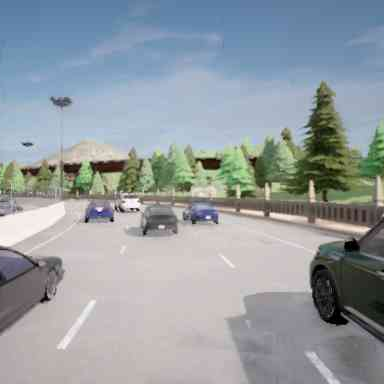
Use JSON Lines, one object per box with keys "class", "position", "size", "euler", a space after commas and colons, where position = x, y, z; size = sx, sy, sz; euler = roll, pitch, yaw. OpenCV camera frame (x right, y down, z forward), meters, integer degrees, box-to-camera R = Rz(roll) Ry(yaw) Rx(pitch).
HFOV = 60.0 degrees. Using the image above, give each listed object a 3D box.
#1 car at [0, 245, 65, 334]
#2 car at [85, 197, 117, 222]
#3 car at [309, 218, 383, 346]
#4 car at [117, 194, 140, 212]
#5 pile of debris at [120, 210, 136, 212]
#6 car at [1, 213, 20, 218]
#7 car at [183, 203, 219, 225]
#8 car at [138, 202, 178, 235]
{"class": "car", "position": [-3.670, 1.553, 5.133], "size": [2.033, 1.411, 5.357], "euler": [0, 0, -3]}
{"class": "car", "position": [-7.316, 1.336, 26.432], "size": [2.097, 1.767, 4.553], "euler": [0, 0, -15]}
{"class": "car", "position": [3.369, 1.202, 3.952], "size": [2.150, 2.045, 5.566], "euler": [0, 0, -2]}
{"class": "car", "position": [-7.389, 1.188, 37.822], "size": [2.150, 2.045, 5.566], "euler": [0, 0, -21]}
{"class": "pile of debris", "position": [-7.220, 2.142, 37.467], "size": [1.500, 0.140, 1.860], "euler": [0, 0, -21]}
{"class": "car", "position": [-14.714, 1.559, 26.437], "size": [2.033, 1.411, 5.357], "euler": [0, 0, -17]}
{"class": "car", "position": [0.565, 1.485, 23.809], "size": [1.812, 1.442, 4.674], "euler": [0, 0, -12]}
{"class": "car", "position": [-1.947, 1.481, 18.878], "size": [1.837, 1.490, 4.892], "euler": [0, 0, -11]}
